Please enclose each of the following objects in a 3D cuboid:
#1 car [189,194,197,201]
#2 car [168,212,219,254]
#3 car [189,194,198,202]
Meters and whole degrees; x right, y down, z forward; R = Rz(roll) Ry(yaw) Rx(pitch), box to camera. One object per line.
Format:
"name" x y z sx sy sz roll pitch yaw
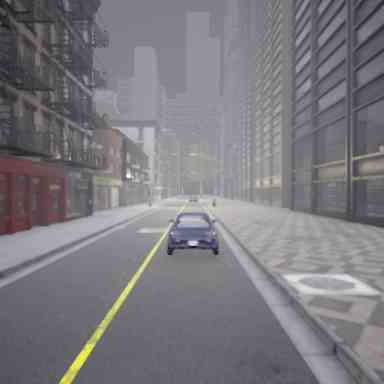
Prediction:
"car" 0.309 1.290 84.651 2.097 1.767 4.553 0 0 0
"car" 0.044 1.529 13.370 1.812 1.442 4.674 0 0 0
"car" 0.271 1.635 74.640 1.994 1.385 4.181 0 0 0
